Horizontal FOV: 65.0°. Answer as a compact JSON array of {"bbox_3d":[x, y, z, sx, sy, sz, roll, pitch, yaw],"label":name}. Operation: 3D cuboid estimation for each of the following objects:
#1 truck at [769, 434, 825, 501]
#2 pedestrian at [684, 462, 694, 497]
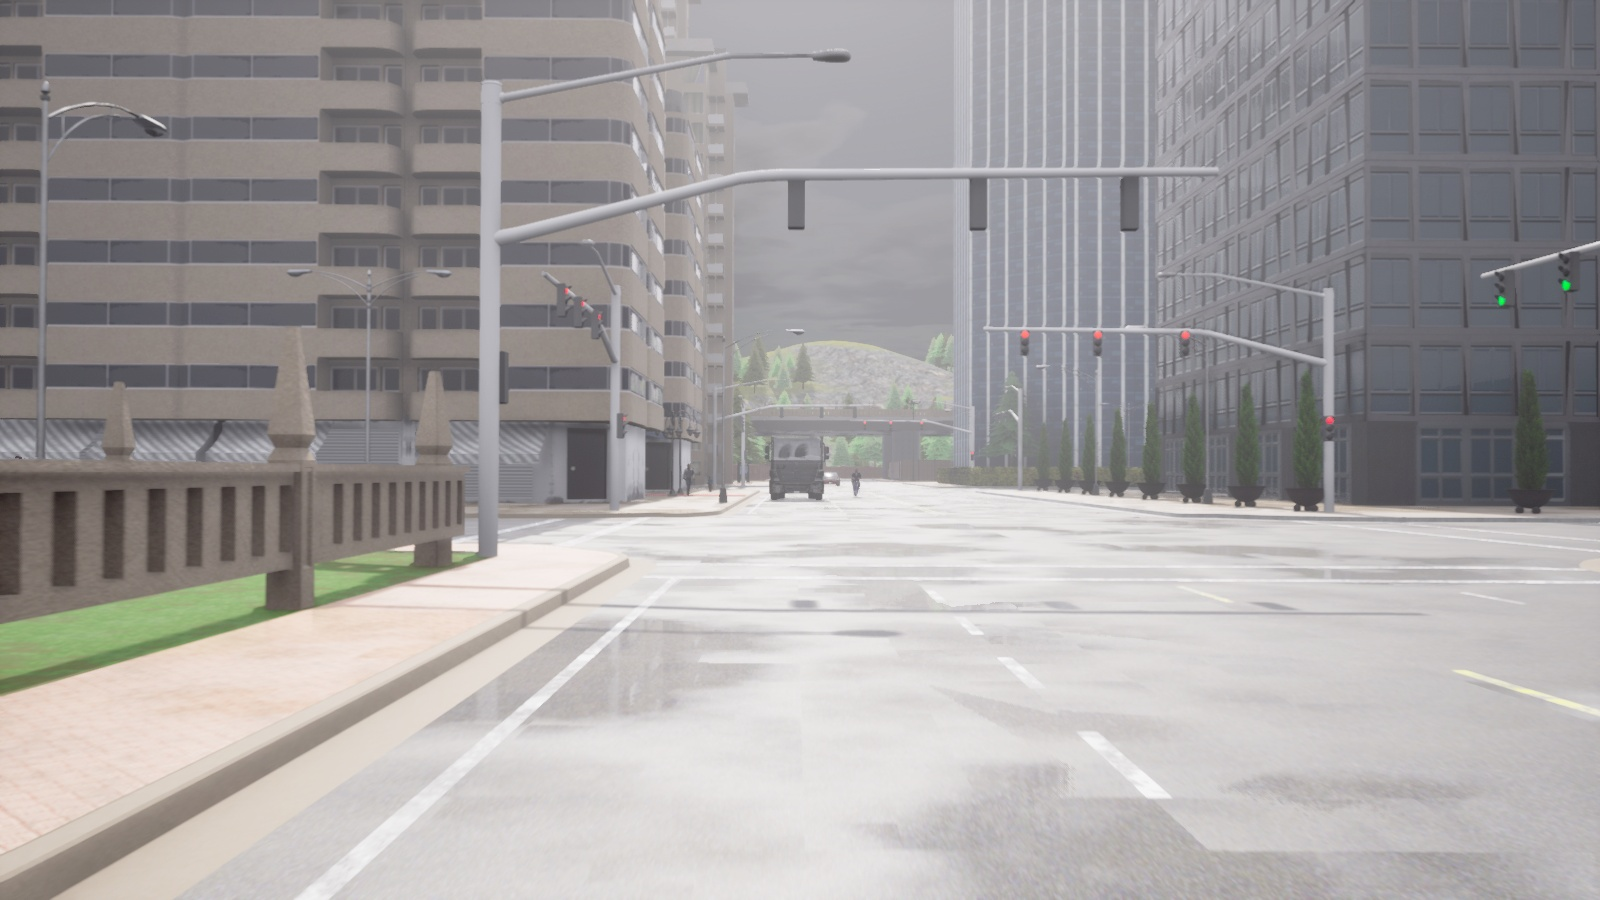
[{"bbox_3d":[-0.169,0.990,69.107,2.891,3.462,7.936,0,-1,0],"label":"truck"},{"bbox_3d":[-6.143,1.626,69.475,0.423,1.949,0.788,0,-1,-13],"label":"pedestrian"}]
